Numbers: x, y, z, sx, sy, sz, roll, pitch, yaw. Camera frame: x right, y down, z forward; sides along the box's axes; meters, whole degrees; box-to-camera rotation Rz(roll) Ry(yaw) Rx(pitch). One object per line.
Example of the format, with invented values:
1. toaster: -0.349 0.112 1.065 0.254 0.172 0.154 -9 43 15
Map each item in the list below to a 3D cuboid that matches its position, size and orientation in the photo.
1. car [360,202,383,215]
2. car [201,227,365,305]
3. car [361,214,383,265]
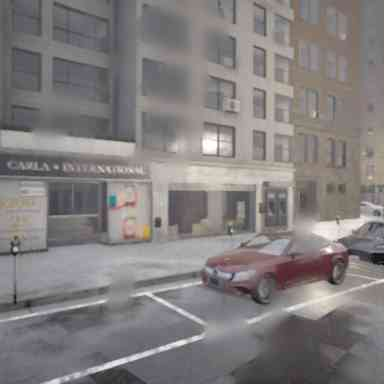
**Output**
1. car: 17.705 1.727 34.059 1.812 1.442 4.674 0 0 -37
2. car: 2.173 1.617 8.088 4.206 1.307 1.802 0 0 -36
3. car: 6.668 1.632 11.301 4.313 1.339 1.947 0 0 -36
